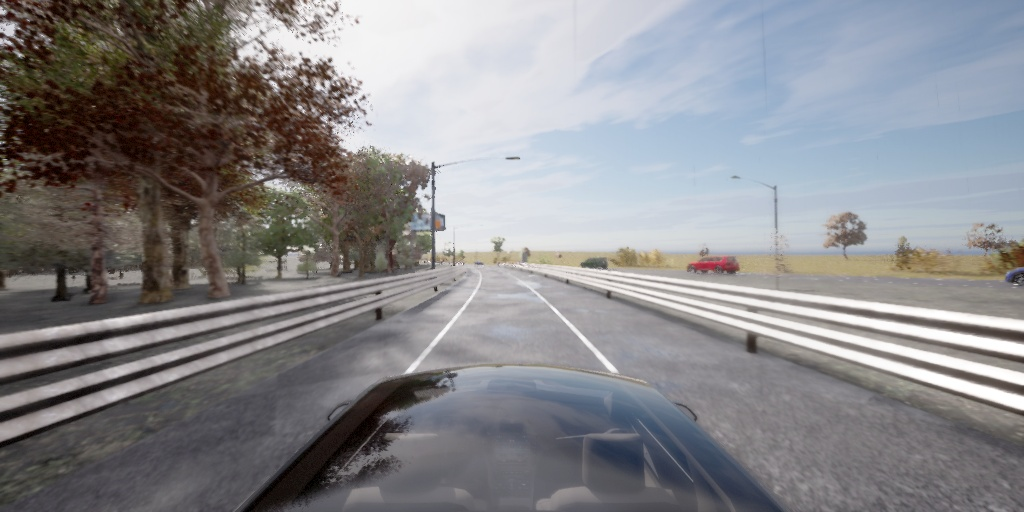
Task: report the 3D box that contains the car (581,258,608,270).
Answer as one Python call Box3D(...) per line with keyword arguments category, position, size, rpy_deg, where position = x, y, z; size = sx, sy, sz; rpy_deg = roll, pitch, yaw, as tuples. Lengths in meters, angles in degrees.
Box3D(category="car", position=(13.780, 1.288, 60.275), size=(2.150, 2.045, 5.566), rpy_deg=(0, -1, -23))

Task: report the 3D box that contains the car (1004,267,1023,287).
Box3D(category="car", position=(30.934, 0.861, 19.673), size=(2.097, 1.767, 4.553), rpy_deg=(0, -1, -23))

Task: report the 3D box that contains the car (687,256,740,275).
Box3D(category="car", position=(22.343, 1.008, 40.008), size=(2.150, 2.045, 5.566), rpy_deg=(0, -1, -23))
